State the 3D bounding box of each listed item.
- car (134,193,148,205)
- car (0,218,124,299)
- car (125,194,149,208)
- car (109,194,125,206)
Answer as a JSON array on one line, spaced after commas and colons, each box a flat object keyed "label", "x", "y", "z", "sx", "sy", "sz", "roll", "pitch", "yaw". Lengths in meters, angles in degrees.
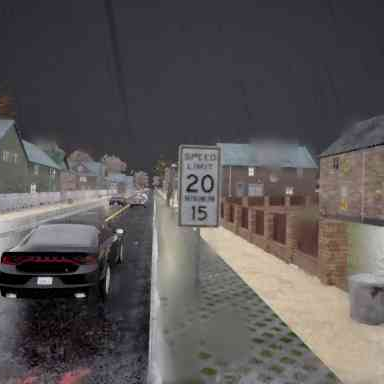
[{"label": "car", "x": -7.336, "y": 0.972, "z": 48.291, "sx": 1.812, "sy": 1.442, "sz": 4.674, "roll": 2, "pitch": 0, "yaw": -6}, {"label": "car", "x": -2.825, "y": 1.365, "z": 8.230, "sx": 1.882, "sy": 1.535, "sz": 5.008, "roll": 2, "pitch": 0, "yaw": -6}, {"label": "car", "x": -6.199, "y": 1.104, "z": 38.659, "sx": 2.033, "sy": 1.411, "sz": 5.357, "roll": 2, "pitch": 0, "yaw": -6}, {"label": "car", "x": -9.498, "y": 0.975, "z": 42.905, "sx": 2.033, "sy": 1.411, "sz": 5.357, "roll": 2, "pitch": 0, "yaw": -6}]
